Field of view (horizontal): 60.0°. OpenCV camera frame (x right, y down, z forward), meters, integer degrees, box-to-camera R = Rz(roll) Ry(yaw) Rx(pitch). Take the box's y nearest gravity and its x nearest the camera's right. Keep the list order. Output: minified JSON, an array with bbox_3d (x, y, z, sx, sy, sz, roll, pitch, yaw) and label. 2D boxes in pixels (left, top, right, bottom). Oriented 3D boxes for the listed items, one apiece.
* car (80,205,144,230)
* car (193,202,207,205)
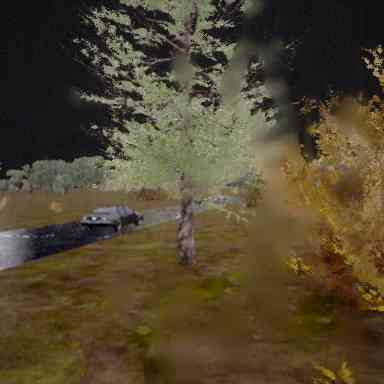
[{"bbox_3d":[-4.750,1.500,20.622,2.033,1.411,5.357,0,0,14],"label":"car"},{"bbox_3d":[0.751,1.455,55.488,1.895,1.301,4.718,0,0,14],"label":"car"}]
